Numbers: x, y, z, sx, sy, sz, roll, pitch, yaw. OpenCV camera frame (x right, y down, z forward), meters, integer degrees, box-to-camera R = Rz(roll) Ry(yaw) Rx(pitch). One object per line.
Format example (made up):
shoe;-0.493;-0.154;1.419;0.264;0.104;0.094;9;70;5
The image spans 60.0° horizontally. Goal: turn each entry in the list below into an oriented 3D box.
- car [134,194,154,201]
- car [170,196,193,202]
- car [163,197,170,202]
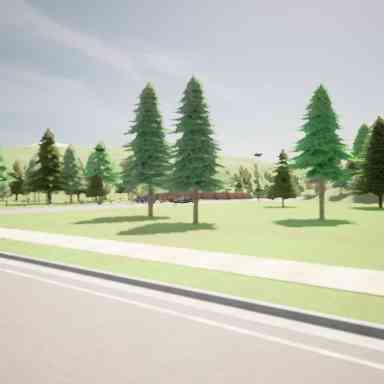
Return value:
car;-10.470;1.422;73.685;2.150;2.045;5.566;-1;0;36
car;-1.706;1.506;67.884;1.882;1.535;5.008;-1;0;36
car;-4.777;1.610;69.608;1.882;1.535;5.008;-1;0;36
